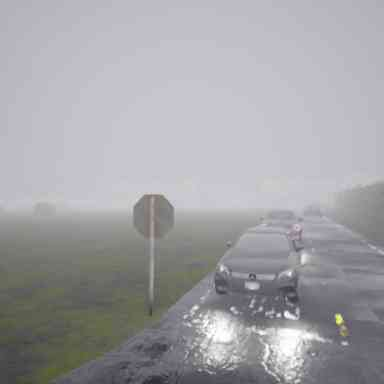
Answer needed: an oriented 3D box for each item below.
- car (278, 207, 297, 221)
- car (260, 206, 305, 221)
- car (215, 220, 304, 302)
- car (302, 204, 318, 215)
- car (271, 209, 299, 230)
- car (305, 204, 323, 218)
[{"bbox_3d":[10.688,2.420,36.855,1.895,1.301,4.718,0,-1,17],"label":"car"},{"bbox_3d":[4.841,1.751,18.006,2.097,1.767,4.553,0,-1,17],"label":"car"},{"bbox_3d":[2.010,1.727,9.046,1.812,1.442,4.674,0,-1,19],"label":"car"},{"bbox_3d":[18.344,2.654,51.832,2.128,1.511,4.902,0,-1,17],"label":"car"},{"bbox_3d":[7.669,2.149,27.159,2.033,1.411,5.357,0,-1,17],"label":"car"},{"bbox_3d":[15.425,2.300,42.351,2.097,1.767,4.553,0,-1,17],"label":"car"}]
